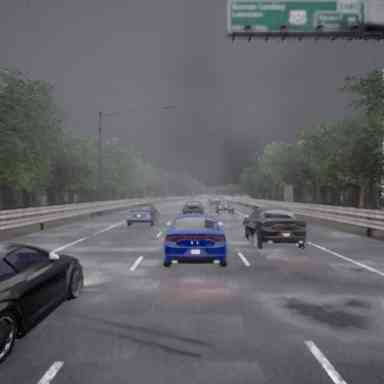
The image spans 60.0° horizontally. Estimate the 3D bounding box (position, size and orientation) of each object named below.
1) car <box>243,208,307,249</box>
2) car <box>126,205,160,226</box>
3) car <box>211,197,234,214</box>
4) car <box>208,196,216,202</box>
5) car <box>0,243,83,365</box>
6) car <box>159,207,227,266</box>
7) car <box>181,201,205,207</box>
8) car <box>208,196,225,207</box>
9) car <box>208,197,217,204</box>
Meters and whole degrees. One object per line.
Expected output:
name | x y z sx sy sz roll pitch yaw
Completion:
car | 3.498 1.433 14.775 1.882 1.535 5.008 0 0 0
car | -3.402 1.600 23.820 2.033 1.411 5.357 0 0 0
car | 3.531 1.582 36.737 2.033 1.411 5.357 0 0 0
car | 5.744 1.951 94.138 2.097 1.767 4.553 0 -1 4
car | -3.400 1.571 5.742 1.994 1.385 4.181 0 0 0
car | 0.099 1.495 11.578 1.882 1.535 5.008 0 0 0
car | 0.111 1.582 29.830 1.837 1.490 4.892 0 0 0
car | 3.858 1.676 54.577 1.812 1.442 4.674 0 0 1
car | 4.610 1.851 74.376 1.882 1.535 5.008 0 -1 3
